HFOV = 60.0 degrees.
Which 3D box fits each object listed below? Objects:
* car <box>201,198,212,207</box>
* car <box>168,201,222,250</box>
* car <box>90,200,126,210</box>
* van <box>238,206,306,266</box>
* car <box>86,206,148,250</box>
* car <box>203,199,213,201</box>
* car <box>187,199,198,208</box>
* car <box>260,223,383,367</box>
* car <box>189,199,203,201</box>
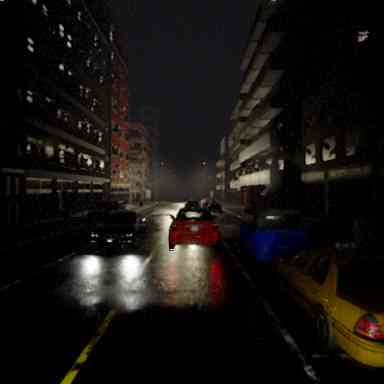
[{"bbox_3d":[2.667,1.893,62.747,1.967,1.590,4.097,-1,0,0],"label":"car"},{"bbox_3d":[0.070,1.455,14.946,2.097,1.767,4.553,0,0,-1],"label":"car"},{"bbox_3d":[-5.708,1.475,22.959,2.192,1.841,5.009,-1,0,0],"label":"car"},{"bbox_3d":[2.675,1.421,11.587,1.690,1.788,3.998,-1,0,0],"label":"van"},{"bbox_3d":[-3.103,1.608,14.964,1.837,1.490,4.892,0,0,0],"label":"car"},{"bbox_3d":[2.673,1.833,40.008,2.008,1.369,4.403,-1,0,0],"label":"car"},{"bbox_3d":[0.090,1.979,57.830,1.994,1.385,4.181,0,0,0],"label":"car"},{"bbox_3d":[2.678,1.567,6.071,1.752,1.417,4.829,-1,0,0],"label":"car"},{"bbox_3d":[0.093,1.794,40.591,1.837,1.490,4.892,0,0,0],"label":"car"}]
